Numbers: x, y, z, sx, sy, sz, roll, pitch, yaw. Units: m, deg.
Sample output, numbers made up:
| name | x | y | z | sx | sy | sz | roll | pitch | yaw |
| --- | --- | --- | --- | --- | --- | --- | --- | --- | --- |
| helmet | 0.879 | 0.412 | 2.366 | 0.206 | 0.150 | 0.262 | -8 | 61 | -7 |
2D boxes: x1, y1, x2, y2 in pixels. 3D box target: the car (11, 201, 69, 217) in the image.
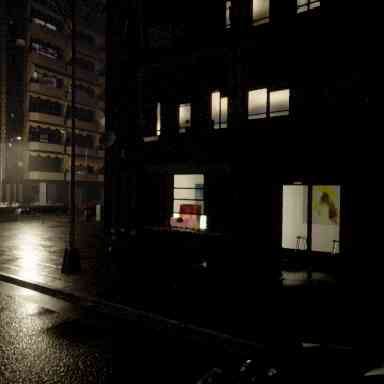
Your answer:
| name | x | y | z | sx | sy | sz | roll | pitch | yaw |
| --- | --- | --- | --- | --- | --- | --- | --- | --- | --- |
| car | -14.752 | 1.630 | 33.119 | 2.128 | 1.511 | 4.902 | 1 | 0 | 36 |

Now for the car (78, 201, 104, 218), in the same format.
| name | x | y | z | sx | sy | sz | roll | pitch | yaw |
| --- | --- | --- | --- | --- | --- | --- | --- | --- | --- |
| car | -8.425 | 1.823 | 31.998 | 1.947 | 1.339 | 4.313 | 1 | 0 | 36 |

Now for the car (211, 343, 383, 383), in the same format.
| name | x | y | z | sx | sy | sz | roll | pitch | yaw |
| --- | --- | --- | --- | --- | --- | --- | --- | --- | --- |
| car | 1.995 | 1.551 | 1.610 | 4.403 | 1.369 | 2.008 | 0 | 1 | 35 |

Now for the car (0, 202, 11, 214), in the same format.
| name | x | y | z | sx | sy | sz | roll | pitch | yaw |
| --- | --- | --- | --- | --- | --- | --- | --- | --- | --- |
| car | -18.453 | 1.624 | 32.420 | 2.008 | 1.369 | 4.403 | 1 | 0 | 36 |
